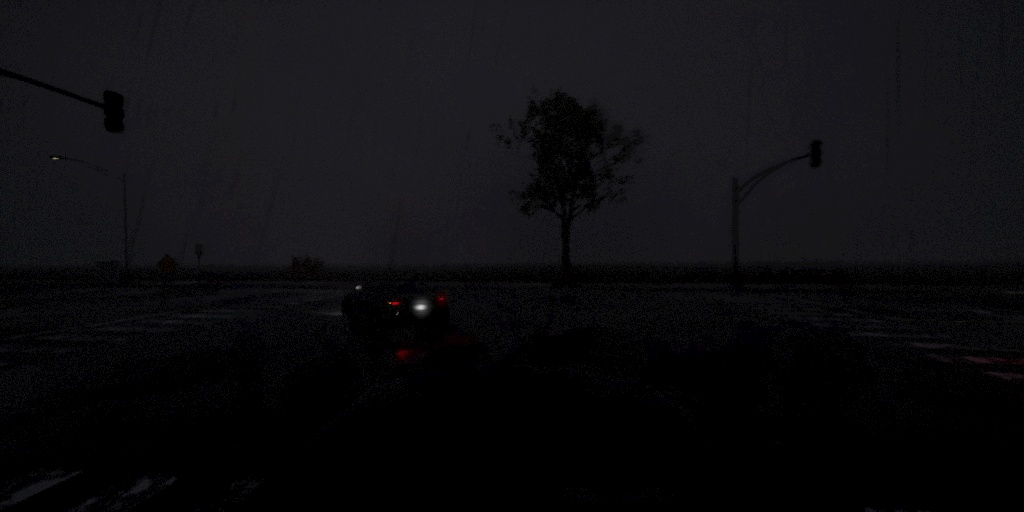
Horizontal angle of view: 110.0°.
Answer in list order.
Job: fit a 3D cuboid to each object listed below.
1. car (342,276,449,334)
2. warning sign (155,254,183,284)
[{"bbox_3d":[-3.648,1.316,10.923,1.994,1.385,4.181,-1,1,-39],"label":"car"},{"bbox_3d":[-21.515,0.800,22.405,1.060,1.860,1.300,0,0,7],"label":"warning sign"}]
